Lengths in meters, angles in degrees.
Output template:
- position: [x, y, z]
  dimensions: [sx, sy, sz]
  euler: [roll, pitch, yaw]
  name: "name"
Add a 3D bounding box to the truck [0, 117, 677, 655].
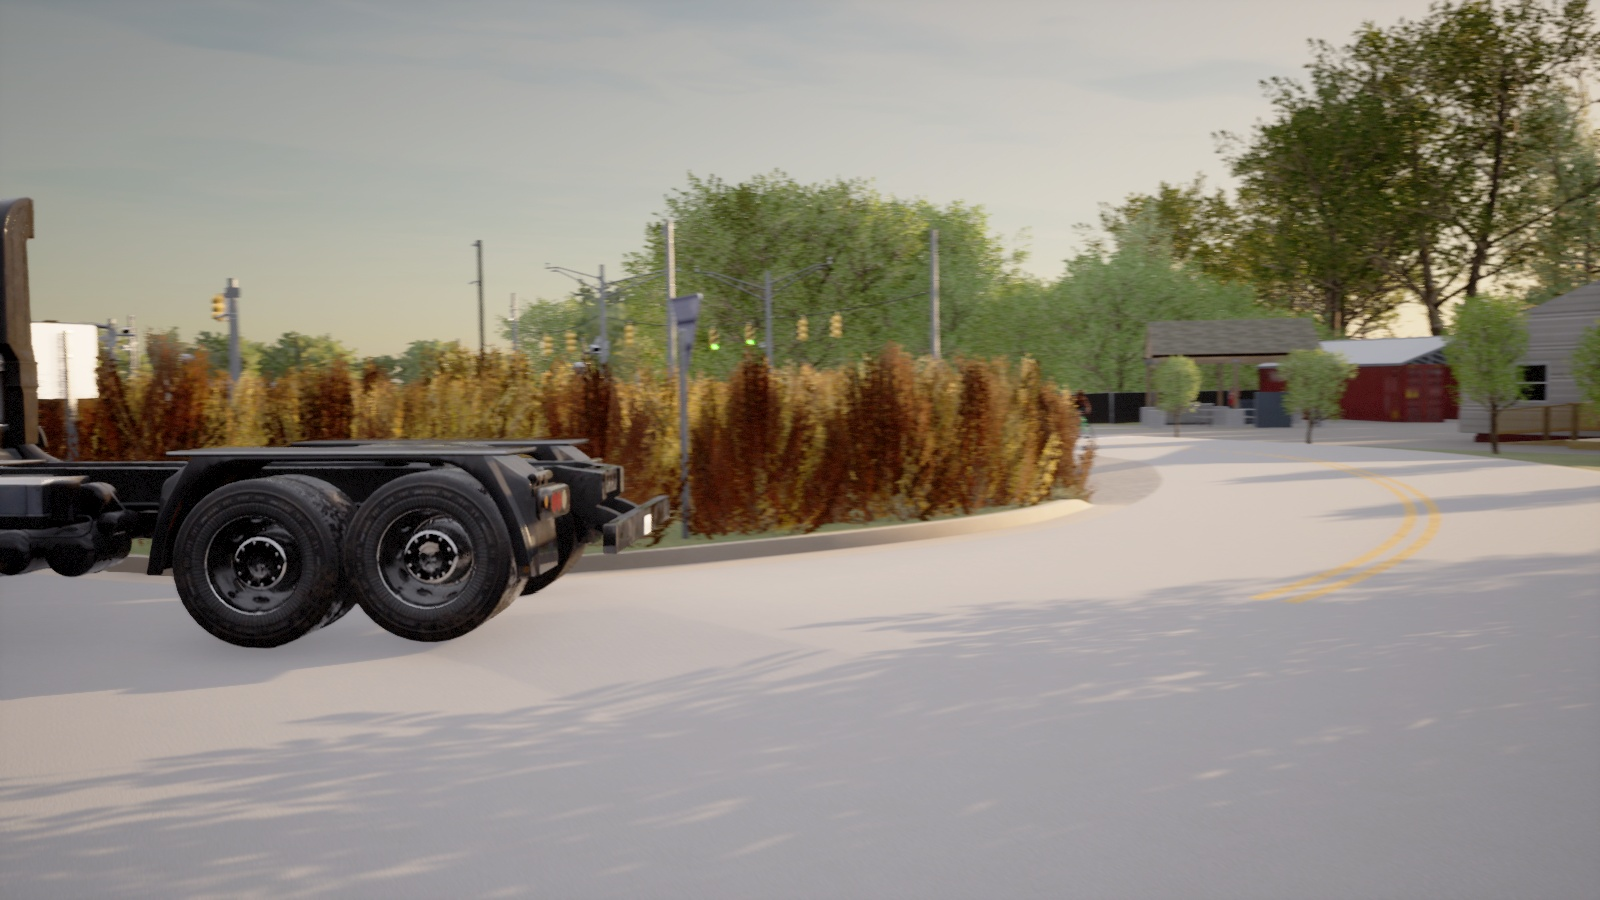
- position: [-5.106, -0.450, 9.699]
  dimensions: [7.936, 3.462, 2.891]
  euler: [0, 2, 2]
  name: "truck"
